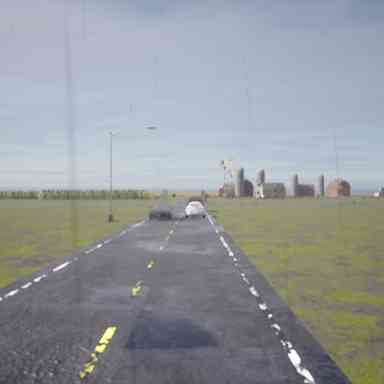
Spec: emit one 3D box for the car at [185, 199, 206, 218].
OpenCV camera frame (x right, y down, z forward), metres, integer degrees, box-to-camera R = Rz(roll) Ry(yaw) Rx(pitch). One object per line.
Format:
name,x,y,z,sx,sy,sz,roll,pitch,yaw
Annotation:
car,0.339,1.738,33.040,1.812,1.442,4.674,0,0,1

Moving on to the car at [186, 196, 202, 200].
car,0.412,1.503,43.499,2.150,2.045,5.566,0,0,1

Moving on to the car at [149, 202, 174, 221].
car,-2.631,1.665,29.258,1.882,1.535,5.008,0,0,0
